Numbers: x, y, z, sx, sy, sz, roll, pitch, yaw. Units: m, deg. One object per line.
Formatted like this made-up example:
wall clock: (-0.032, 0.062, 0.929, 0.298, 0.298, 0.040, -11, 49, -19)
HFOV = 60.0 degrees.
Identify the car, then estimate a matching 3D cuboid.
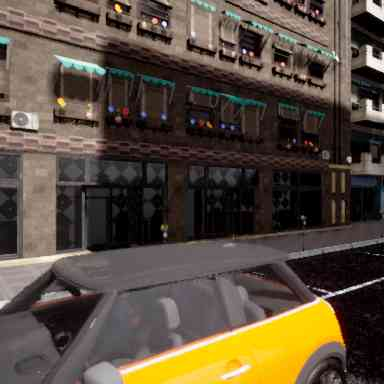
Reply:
car: (-0.702, 1.352, 2.876, 4.553, 1.767, 2.097, 0, 0, -35)
